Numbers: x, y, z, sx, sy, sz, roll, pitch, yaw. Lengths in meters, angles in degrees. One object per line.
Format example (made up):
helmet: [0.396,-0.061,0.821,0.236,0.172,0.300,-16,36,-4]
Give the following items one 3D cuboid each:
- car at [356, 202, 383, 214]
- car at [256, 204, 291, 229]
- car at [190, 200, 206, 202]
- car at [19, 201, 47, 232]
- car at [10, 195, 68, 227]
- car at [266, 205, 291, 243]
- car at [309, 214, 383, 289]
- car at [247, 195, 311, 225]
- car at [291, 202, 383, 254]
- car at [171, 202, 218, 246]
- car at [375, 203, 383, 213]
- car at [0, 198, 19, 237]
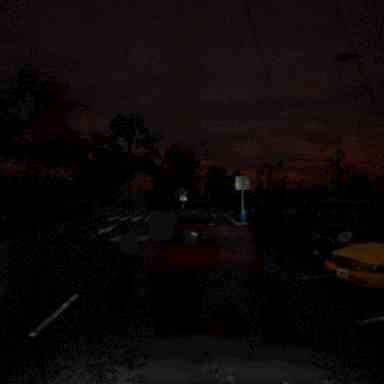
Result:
car: [28.084,2.460,51.258,2.231,1.521,4.892,2,-1,-21]
car: [5.998,1.508,17.164,4.674,1.452,2.002,1,0,-20]
car: [0.662,1.518,31.997,1.837,1.490,4.892,0,-1,10]
car: [-10.956,1.468,18.540,4.892,1.521,2.231,-1,0,-20]
car: [-10.975,1.213,21.544,5.566,2.045,2.435,-1,0,-20]
car: [6.004,1.473,14.206,4.892,1.521,2.231,1,0,-20]
car: [5.829,1.473,8.218,5.366,1.575,1.946,1,0,-20]
car: [6.024,1.214,20.139,5.566,2.045,2.435,1,0,-20]
car: [6.031,1.350,11.255,4.553,1.767,2.185,1,0,-20]
car: [0.096,1.461,15.181,1.882,1.535,5.008,0,0,0]
car: [31.405,2.558,51.479,1.946,1.575,5.366,2,-1,-21]
car: [-10.921,1.344,15.526,4.553,1.767,2.185,-1,0,-20]
